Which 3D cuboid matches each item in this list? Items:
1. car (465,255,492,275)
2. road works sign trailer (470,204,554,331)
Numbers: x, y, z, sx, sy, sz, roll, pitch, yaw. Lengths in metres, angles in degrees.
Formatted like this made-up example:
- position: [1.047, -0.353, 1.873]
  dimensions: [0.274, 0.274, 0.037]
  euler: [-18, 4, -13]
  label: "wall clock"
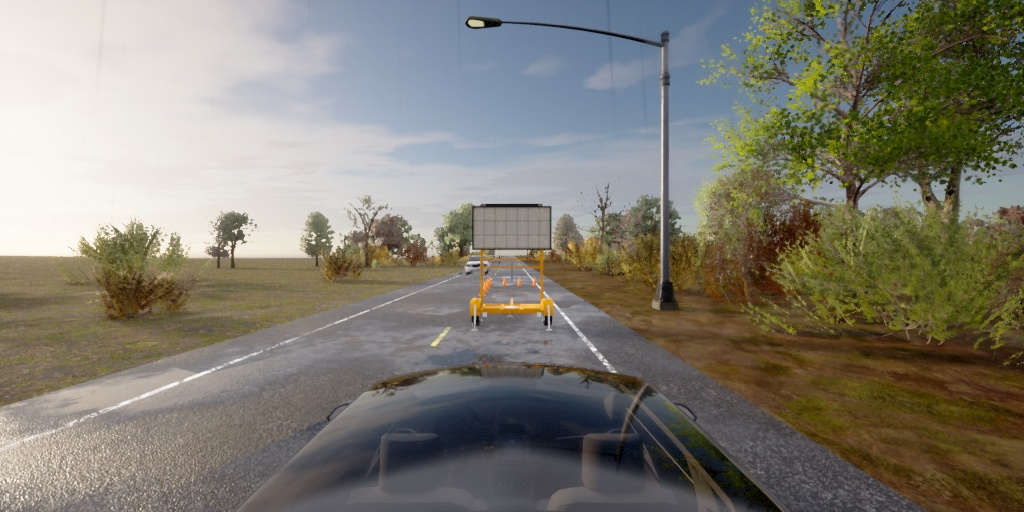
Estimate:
- position: [-3.613, 0.951, 38.188]
  dimensions: [2.150, 2.045, 5.566]
  euler: [0, 0, 0]
  label: "car"
- position: [-0.003, 0.214, 11.009]
  dimensions: [2.380, 3.560, 2.880]
  euler: [0, 0, 0]
  label: "road works sign trailer"
